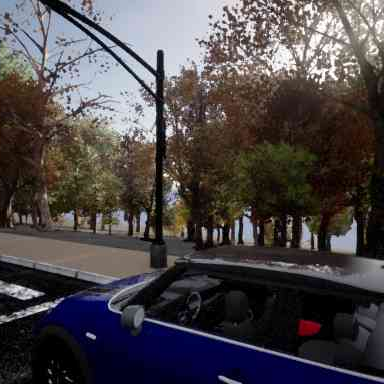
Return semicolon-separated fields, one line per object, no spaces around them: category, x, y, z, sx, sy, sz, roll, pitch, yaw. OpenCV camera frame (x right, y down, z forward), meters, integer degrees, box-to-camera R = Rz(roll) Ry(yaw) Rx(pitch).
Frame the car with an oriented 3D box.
car;0.409;1.352;3.364;4.553;1.767;2.097;0;0;34
